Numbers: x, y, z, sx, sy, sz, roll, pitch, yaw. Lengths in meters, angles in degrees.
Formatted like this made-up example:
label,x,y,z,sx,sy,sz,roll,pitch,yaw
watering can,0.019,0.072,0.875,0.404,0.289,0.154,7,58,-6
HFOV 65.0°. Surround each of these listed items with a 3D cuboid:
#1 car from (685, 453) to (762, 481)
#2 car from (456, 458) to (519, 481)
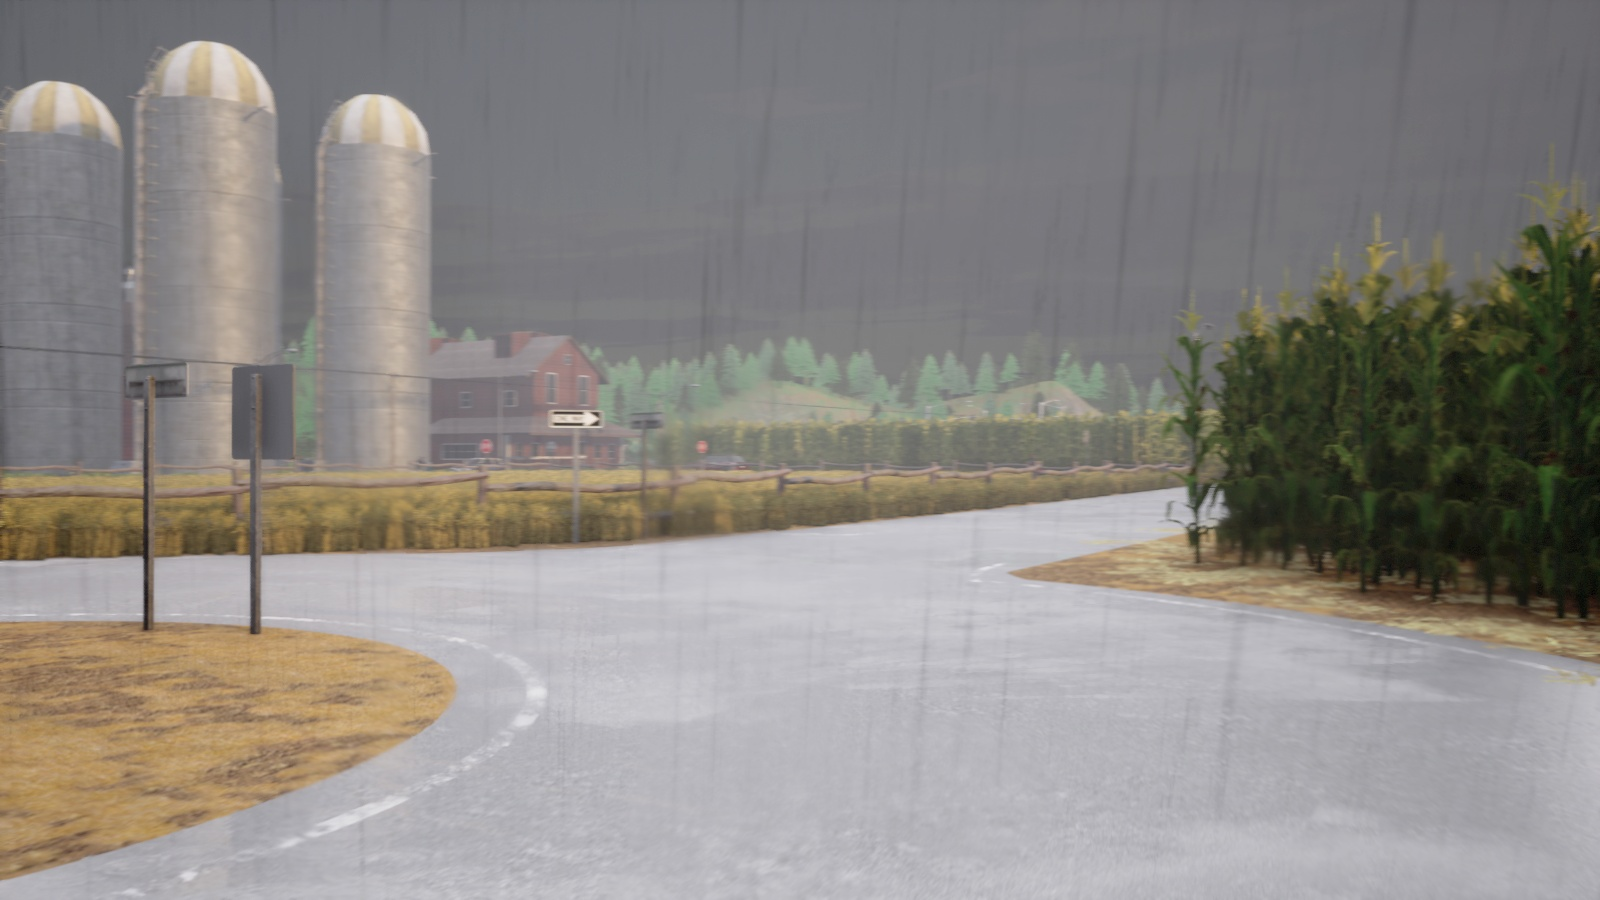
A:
label,x,y,z,sx,sy,sz,roll,pitch,yaw
car,-4.911,1.108,80.746,4.553,1.767,2.097,0,0,31
car,-20.773,1.308,83.551,1.970,1.475,3.806,0,0,31
